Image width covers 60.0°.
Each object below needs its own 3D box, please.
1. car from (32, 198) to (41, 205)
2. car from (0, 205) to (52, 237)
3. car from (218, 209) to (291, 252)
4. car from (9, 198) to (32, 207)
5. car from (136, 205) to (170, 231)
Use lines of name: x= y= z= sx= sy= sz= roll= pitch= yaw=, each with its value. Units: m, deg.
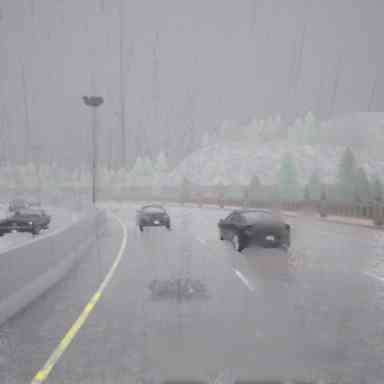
car: x=-26.888 y=1.795 z=56.117 sx=1.812 sy=1.442 sz=4.674 roll=-1 pitch=0 yaw=-37
car: x=-9.307 y=1.661 z=18.712 sx=1.895 sy=1.301 sz=4.718 roll=0 pitch=0 yaw=-13
car: x=2.385 y=1.462 z=13.887 sx=1.882 sy=1.535 sz=5.008 roll=0 pitch=0 yaw=-8
car: x=-21.110 y=1.548 z=40.652 sx=2.097 sy=1.767 sz=4.553 roll=-1 pitch=0 yaw=-29
car: x=-2.506 y=1.543 z=20.989 sx=1.812 sy=1.442 sz=4.674 roll=0 pitch=0 yaw=-13
